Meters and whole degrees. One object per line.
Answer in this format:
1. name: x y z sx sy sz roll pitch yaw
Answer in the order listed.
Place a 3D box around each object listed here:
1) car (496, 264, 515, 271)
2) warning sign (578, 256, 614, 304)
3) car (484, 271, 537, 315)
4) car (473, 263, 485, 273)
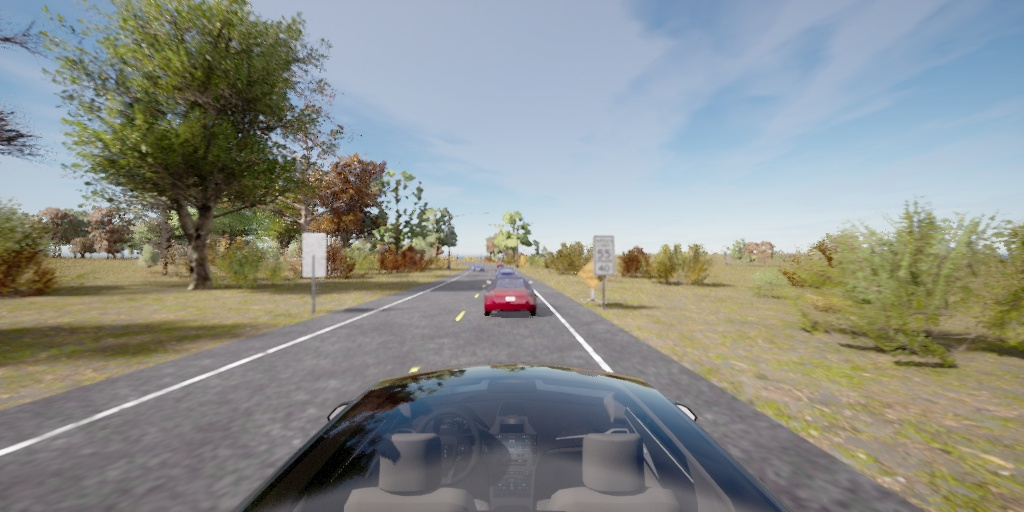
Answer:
1. car: -0.440 1.629 29.925 1.812 1.442 4.674 0 0 -1
2. warning sign: 3.430 1.037 15.268 1.300 1.860 1.060 0 0 -1
3. car: -0.070 1.479 14.480 1.994 1.385 4.181 0 -1 0
4. car: -5.492 1.974 59.644 1.812 1.442 4.674 0 -1 -3
